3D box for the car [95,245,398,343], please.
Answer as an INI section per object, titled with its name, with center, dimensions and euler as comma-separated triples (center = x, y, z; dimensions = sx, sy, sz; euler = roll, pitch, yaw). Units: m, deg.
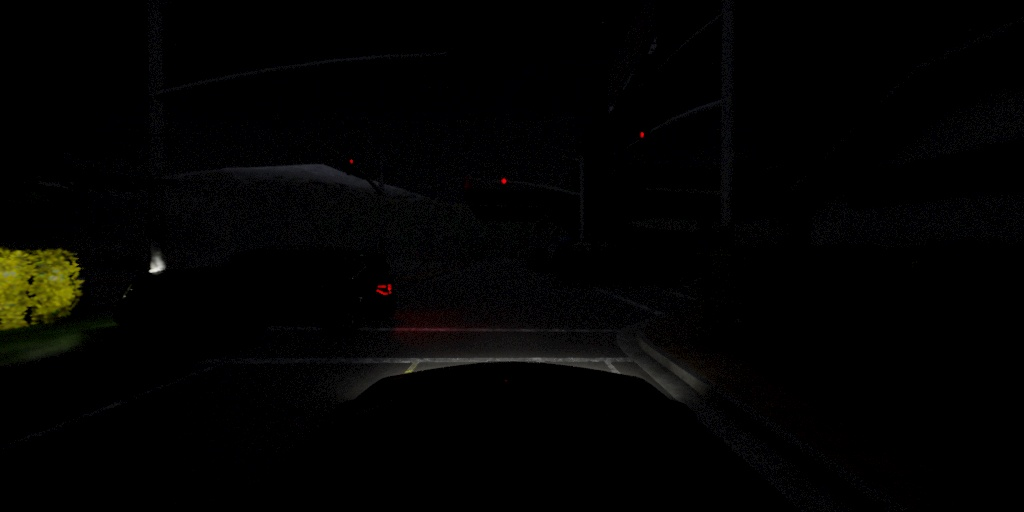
[car]
center = -5.721, 0.775, 8.833
dimensions = 5.566, 2.045, 2.150
euler = 3, 5, -19
